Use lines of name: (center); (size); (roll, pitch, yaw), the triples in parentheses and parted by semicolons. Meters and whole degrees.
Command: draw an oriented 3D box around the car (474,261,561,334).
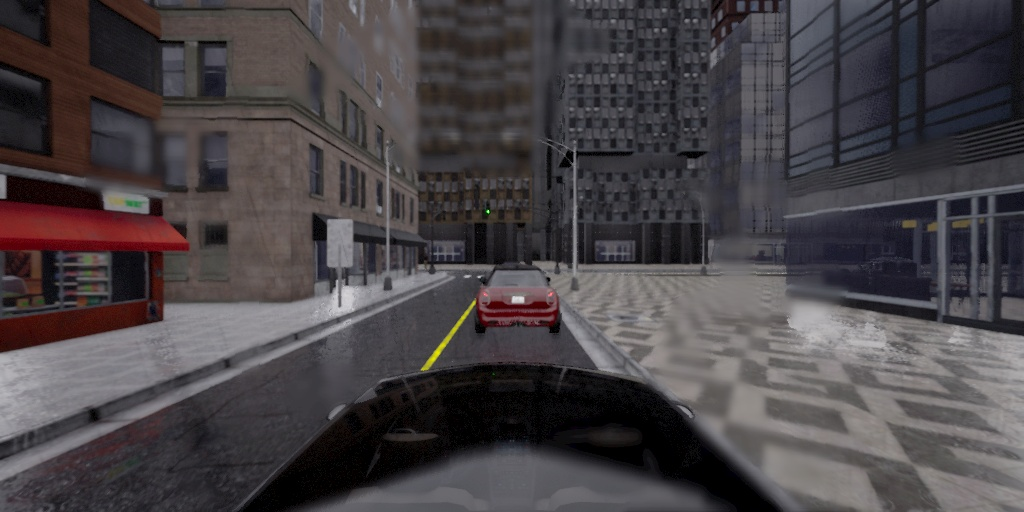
car: (0.097, 1.020, 10.477); (2.097, 1.767, 4.553); (0, 0, -1)

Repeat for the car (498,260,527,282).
car: (-0.056, 1.061, 27.164); (2.033, 1.411, 5.357); (0, 1, -2)

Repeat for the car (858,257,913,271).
car: (39.271, 0.854, 37.610); (4.902, 1.511, 2.128); (0, 1, 1)

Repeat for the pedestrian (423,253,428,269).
pedestrian: (-9.914, 0.536, 41.085); (0.375, 1.860, 0.375); (0, 1, 0)
